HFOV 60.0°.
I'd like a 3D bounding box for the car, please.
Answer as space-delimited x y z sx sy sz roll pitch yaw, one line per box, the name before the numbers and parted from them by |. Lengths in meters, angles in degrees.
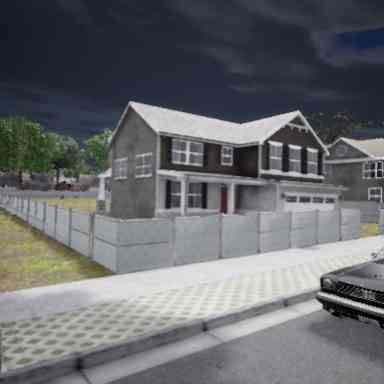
car | 4.419 1.611 6.217 4.718 1.301 1.895 0 0 -35
